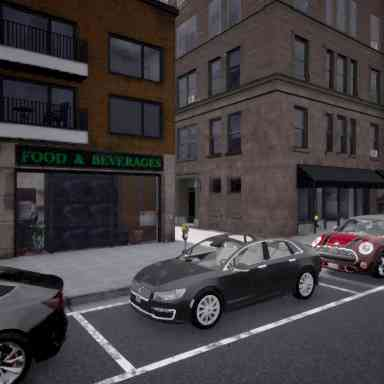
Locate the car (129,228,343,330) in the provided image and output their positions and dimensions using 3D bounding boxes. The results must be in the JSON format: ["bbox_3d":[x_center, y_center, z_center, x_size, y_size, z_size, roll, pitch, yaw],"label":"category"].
[{"bbox_3d":[0.880,1.551,6.815,4.403,1.369,2.008,0,0,-35],"label":"car"}]

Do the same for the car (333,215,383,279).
[{"bbox_3d":[5.375,1.443,10.016,4.097,1.590,1.967,0,0,-35],"label":"car"}]

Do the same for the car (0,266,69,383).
[{"bbox_3d":[-3.615,1.566,3.614,4.313,1.339,1.947,0,0,-35],"label":"car"}]
